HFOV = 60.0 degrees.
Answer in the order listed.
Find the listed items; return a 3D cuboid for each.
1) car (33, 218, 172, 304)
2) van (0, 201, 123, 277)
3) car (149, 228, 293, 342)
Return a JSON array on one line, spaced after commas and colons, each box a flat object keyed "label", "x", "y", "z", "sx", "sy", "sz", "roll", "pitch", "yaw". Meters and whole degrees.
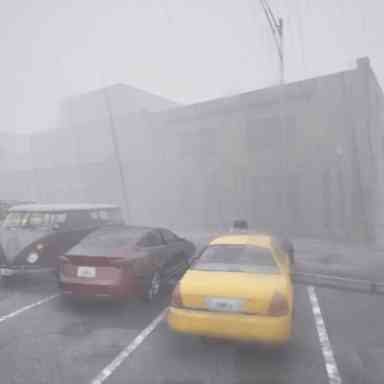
[{"label": "car", "x": -1.334, "y": 1.570, "z": 8.427, "sx": 2.163, "sy": 1.488, "sz": 4.792, "roll": -1, "pitch": -1, "yaw": 15}, {"label": "van", "x": -3.758, "y": 1.340, "z": 9.986, "sx": 1.878, "sy": 1.987, "sz": 4.442, "roll": 0, "pitch": -1, "yaw": 15}, {"label": "car", "x": 1.102, "y": 1.512, "z": 6.877, "sx": 1.946, "sy": 1.575, "sz": 5.366, "roll": -1, "pitch": -1, "yaw": 15}]
